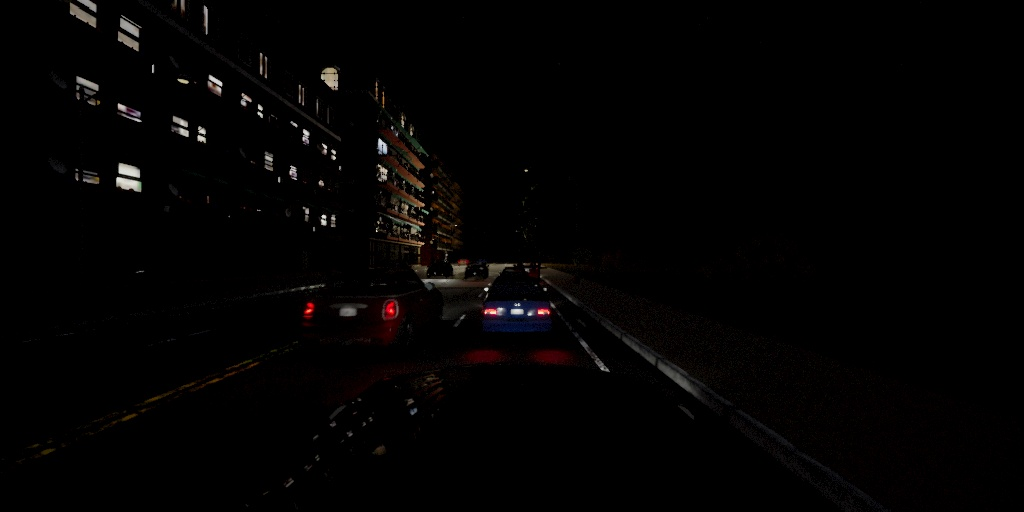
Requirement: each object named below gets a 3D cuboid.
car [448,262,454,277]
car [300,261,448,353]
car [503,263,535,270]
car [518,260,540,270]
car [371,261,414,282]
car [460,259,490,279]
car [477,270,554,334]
[{"bbox_3d":[-6.562,1.258,33.000,1.837,1.490,4.892,0,0,0],"label":"car"},{"bbox_3d":[-3.142,1.102,9.003,2.097,1.767,4.553,0,0,0],"label":"car"},{"bbox_3d":[0.118,1.317,20.904,1.994,1.385,4.181,0,0,1],"label":"car"},{"bbox_3d":[1.173,1.104,29.839,2.097,1.767,4.553,0,0,0],"label":"car"},{"bbox_3d":[-9.815,1.231,29.875,1.882,1.535,5.008,0,0,0],"label":"car"},{"bbox_3d":[-3.109,1.246,32.399,2.128,1.511,4.902,0,0,0],"label":"car"},{"bbox_3d":[0.112,1.299,10.570,2.033,1.411,5.357,0,0,0],"label":"car"}]
